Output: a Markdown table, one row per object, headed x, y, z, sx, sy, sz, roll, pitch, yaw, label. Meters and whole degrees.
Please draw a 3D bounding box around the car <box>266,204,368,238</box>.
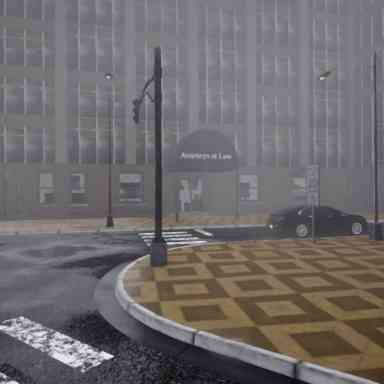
| x | y | z | sx | sy | sz | roll | pitch | yaw | label |
| --- | --- | --- | --- | --- | --- | --- | --- | --- | --- |
| 6.012 | 1.321 | 15.951 | 4.892 | 1.490 | 1.837 | 0 | 0 | -14 | car |
